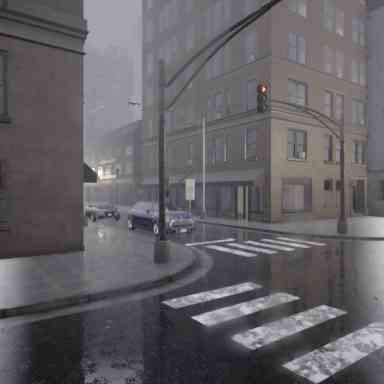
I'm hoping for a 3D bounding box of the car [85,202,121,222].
[{"bbox_3d":[-7.014,1.432,25.317,1.994,1.385,4.181,0,0,-35],"label":"car"}]

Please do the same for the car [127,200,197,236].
[{"bbox_3d":[-1.717,1.268,17.916,2.097,1.767,4.553,0,0,-36],"label":"car"}]
